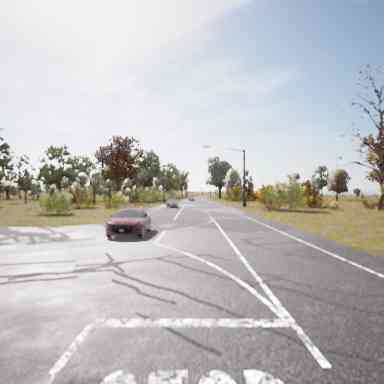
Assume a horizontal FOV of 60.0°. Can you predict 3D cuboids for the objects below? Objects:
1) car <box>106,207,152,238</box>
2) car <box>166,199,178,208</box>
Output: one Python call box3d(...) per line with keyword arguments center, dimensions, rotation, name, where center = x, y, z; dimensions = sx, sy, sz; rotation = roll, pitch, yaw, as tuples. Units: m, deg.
box3d(center=(-3.416, 1.626, 18.703), dimensions=(1.882, 1.535, 5.008), rotation=(0, -1, 0), name="car")
box3d(center=(-3.314, 1.920, 55.600), dimensions=(2.128, 1.511, 4.902), rotation=(0, 0, 0), name="car")
